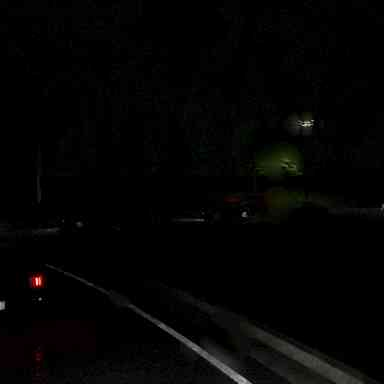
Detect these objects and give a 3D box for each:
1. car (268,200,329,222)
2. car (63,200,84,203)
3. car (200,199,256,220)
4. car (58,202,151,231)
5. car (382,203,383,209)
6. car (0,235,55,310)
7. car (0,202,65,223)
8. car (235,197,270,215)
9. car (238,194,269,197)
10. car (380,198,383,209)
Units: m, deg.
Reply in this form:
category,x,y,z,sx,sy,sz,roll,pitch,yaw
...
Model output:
category,x,y,z,sx,sy,sz,roll,pitch,yaw
car,8.689,1.526,26.352,4.674,1.442,1.812,0,0,-22
car,-10.966,1.479,29.711,5.008,1.535,1.882,0,0,-22
car,2.753,1.564,27.737,4.181,1.385,1.994,0,0,-22
car,-5.299,1.548,20.681,5.357,1.411,2.033,0,0,-22
car,23.354,1.221,36.106,5.566,2.045,2.150,0,0,-22
car,-4.672,1.601,7.148,1.895,1.301,4.718,0,0,-41
car,-12.420,1.602,25.341,4.718,1.301,1.895,0,0,-22
car,5.521,1.526,32.619,4.674,1.442,1.812,0,0,-22
car,6.105,1.222,36.658,5.566,2.045,2.150,0,0,-22
car,28.149,1.565,45.561,4.181,1.385,1.994,0,0,-22
